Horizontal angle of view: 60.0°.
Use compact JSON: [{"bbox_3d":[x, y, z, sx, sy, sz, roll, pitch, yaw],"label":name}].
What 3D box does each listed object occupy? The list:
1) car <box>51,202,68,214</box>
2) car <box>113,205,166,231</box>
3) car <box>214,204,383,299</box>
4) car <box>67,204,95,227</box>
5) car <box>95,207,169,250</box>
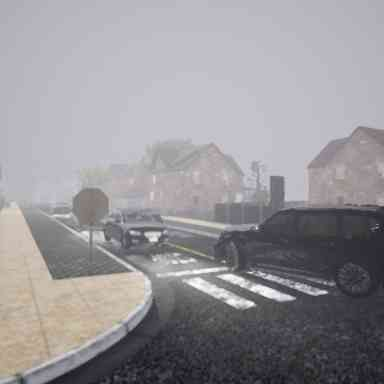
[{"bbox_3d":[-14.653,1.770,37.341,1.994,1.385,4.181,1,-1,-28],"label":"car"},{"bbox_3d":[-3.795,1.713,23.059,2.033,1.411,5.357,1,-1,-28],"label":"car"},{"bbox_3d":[3.142,1.372,9.002,5.566,2.045,2.150,0,2,45],"label":"car"},{"bbox_3d":[-7.462,1.725,23.912,1.895,1.301,4.718,1,-1,-28],"label":"car"},{"bbox_3d":[-2.629,1.574,14.936,2.128,1.511,4.902,1,-1,-28],"label":"car"}]
